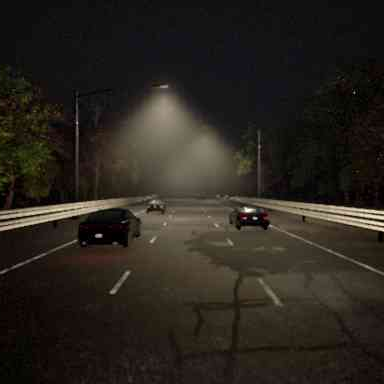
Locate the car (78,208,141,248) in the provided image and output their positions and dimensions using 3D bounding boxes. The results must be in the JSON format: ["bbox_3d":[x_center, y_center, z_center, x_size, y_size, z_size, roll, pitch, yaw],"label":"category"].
[{"bbox_3d":[-3.457,1.458,14.758,1.882,1.535,5.008,0,0,0],"label":"car"}]

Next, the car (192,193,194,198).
[{"bbox_3d":[1.718,1.375,94.473,1.994,1.385,4.181,0,0,-2],"label":"car"}]

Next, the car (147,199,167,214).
[{"bbox_3d":[-3.663,1.493,35.080,2.033,1.411,5.357,0,0,-1],"label":"car"}]

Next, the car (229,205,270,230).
[{"bbox_3d":[3.498,1.518,21.073,2.033,1.411,5.357,0,0,-1],"label":"car"}]

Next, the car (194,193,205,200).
[{"bbox_3d":[2.105,1.319,83.442,1.882,1.535,5.008,0,0,-2],"label":"car"}]
